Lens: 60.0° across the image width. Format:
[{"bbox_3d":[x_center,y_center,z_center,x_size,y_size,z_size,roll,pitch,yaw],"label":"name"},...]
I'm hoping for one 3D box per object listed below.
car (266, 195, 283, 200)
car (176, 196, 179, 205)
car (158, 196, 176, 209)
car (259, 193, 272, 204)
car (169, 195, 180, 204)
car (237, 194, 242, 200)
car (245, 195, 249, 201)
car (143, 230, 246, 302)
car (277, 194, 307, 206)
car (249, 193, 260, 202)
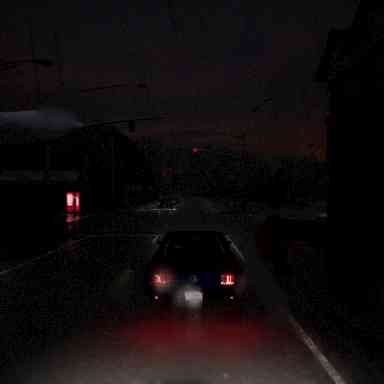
[{"bbox_3d":[21.302,1.399,85.922,3.806,1.475,1.970,0,0,0],"label":"car"},{"bbox_3d":[-3.588,1.505,56.122,1.837,1.490,4.892,0,0,0],"label":"car"},{"bbox_3d":[-3.596,1.505,46.505,1.837,1.490,4.892,0,0,0],"label":"car"},{"bbox_3d":[14.162,1.169,54.617,5.027,1.636,2.152,0,0,0],"label":"car"},{"bbox_3d":[-3.536,1.478,66.548,1.882,1.535,5.008,0,0,0],"label":"car"},{"bbox_3d":[13.881,1.389,88.901,3.633,1.501,1.845,0,0,0],"label":"car"},{"bbox_3d":[13.747,1.113,70.317,4.605,1.855,1.932,0,0,0],"label":"car"},{"bbox_3d":[0.057,1.601,8.225,1.895,1.301,4.718,0,0,1],"label":"car"},{"bbox_3d":[14.486,1.248,48.200,3.806,1.475,1.970,0,0,0],"label":"car"},{"bbox_3d":[14.160,1.092,67.411,3.866,1.878,1.905,0,0,0],"label":"car"}]
